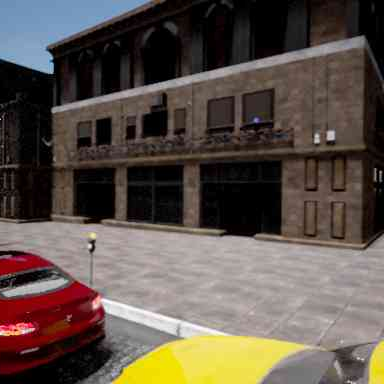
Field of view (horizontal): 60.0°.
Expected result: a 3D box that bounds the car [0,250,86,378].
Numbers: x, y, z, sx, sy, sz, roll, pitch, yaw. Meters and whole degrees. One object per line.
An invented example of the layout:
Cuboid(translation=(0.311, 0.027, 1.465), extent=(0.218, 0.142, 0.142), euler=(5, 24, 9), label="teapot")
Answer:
Cuboid(translation=(-3.089, 1.572, 5.064), extent=(4.206, 1.307, 1.802), euler=(0, 1, 35), label="car")

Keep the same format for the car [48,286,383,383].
Cuboid(translation=(1.396, 1.526, 1.867), extent=(4.829, 1.417, 1.752), euler=(0, 1, 35), label="car")
